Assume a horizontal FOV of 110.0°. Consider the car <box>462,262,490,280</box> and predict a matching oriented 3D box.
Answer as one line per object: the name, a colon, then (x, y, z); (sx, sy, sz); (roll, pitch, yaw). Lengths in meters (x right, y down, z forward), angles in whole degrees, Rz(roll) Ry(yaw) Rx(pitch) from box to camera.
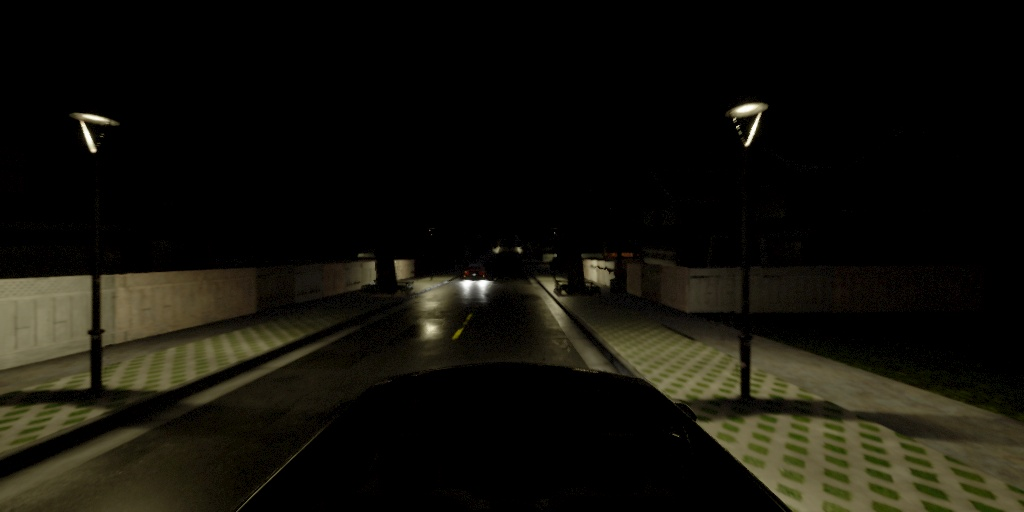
car: (-2.851, 1.195, 29.049); (1.994, 1.385, 4.181); (0, 0, 0)
